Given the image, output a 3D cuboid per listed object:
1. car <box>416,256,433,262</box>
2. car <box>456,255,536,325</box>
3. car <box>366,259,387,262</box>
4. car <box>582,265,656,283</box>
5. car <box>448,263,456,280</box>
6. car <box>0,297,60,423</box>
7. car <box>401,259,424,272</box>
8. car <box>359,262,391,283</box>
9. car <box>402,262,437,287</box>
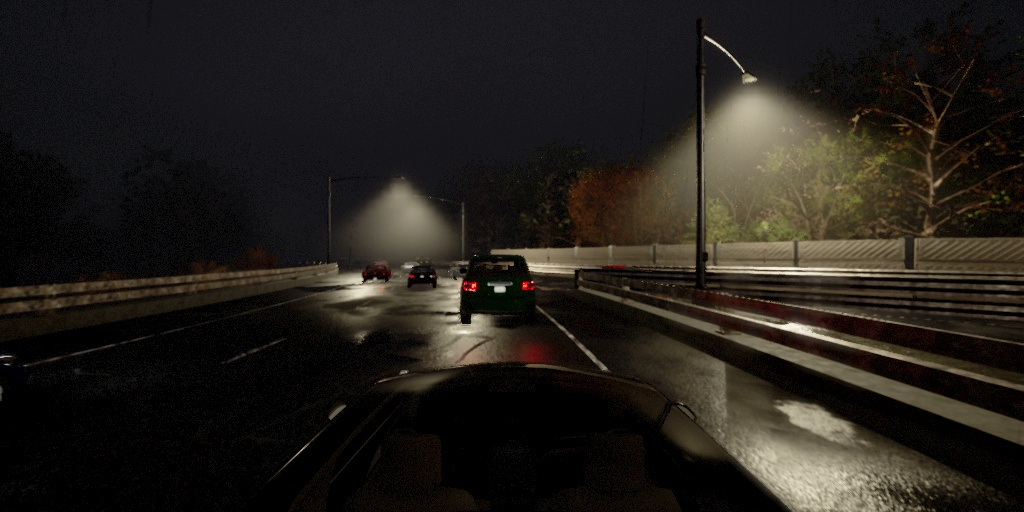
[{"bbox_3d":[-13.627,1.054,54.488,2.150,2.045,5.566,0,0,-28],"label":"car"},{"bbox_3d":[-0.576,0.985,12.102,2.150,2.045,5.566,0,0,-5],"label":"car"},{"bbox_3d":[-17.259,1.385,46.161,1.994,1.385,4.181,0,0,-24],"label":"car"},{"bbox_3d":[6.023,1.289,21.426,1.882,1.535,5.008,0,0,-40],"label":"car"},{"bbox_3d":[-4.503,1.322,32.038,1.812,1.442,4.674,0,0,-16],"label":"car"},{"bbox_3d":[-7.041,1.279,2.533,1.812,1.442,4.674,0,0,-1],"label":"car"},{"bbox_3d":[-12.574,1.418,44.383,1.895,1.301,4.718,0,0,-23],"label":"car"},{"bbox_3d":[-10.869,1.393,29.034,1.895,1.301,4.718,0,0,-15],"label":"car"},{"bbox_3d":[-6.179,1.334,24.765,2.033,1.411,5.357,0,0,-13],"label":"car"}]
